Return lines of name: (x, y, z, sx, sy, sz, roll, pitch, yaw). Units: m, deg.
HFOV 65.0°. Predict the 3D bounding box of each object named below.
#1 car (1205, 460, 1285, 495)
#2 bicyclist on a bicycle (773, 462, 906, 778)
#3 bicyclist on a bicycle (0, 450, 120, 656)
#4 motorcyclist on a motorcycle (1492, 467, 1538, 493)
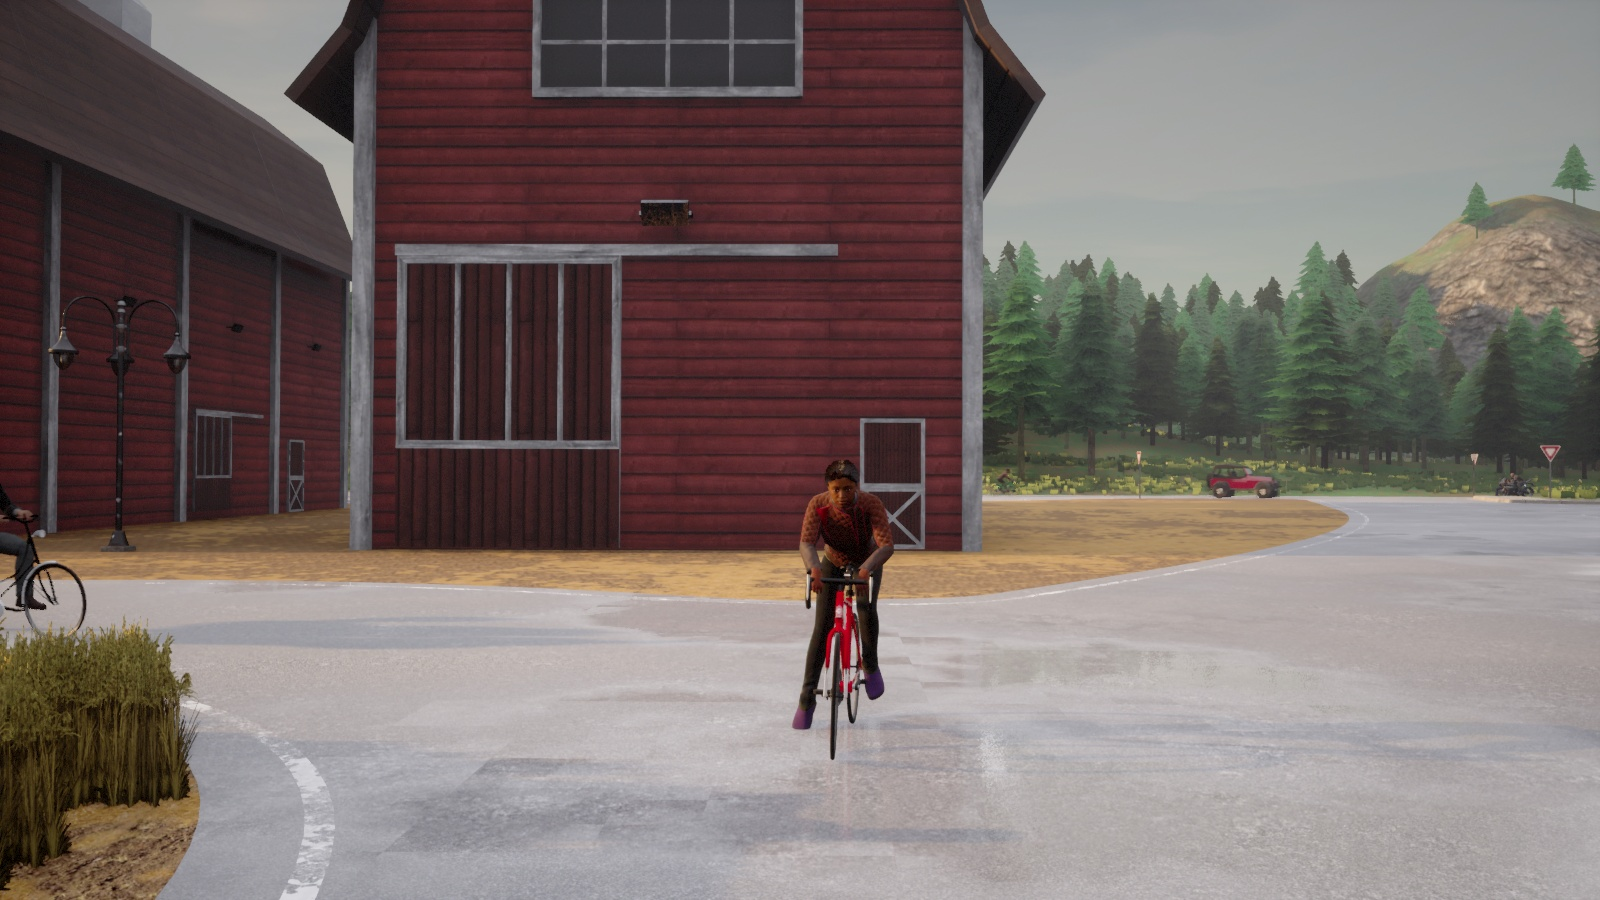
car: (24.648, 1.534, 69.588, 3.866, 1.878, 1.905, -1, -2, 32)
bicyclist on a bicycle: (0.272, 0.881, 7.307, 0.582, 1.620, 1.656, 0, -1, 8)
bicyclist on a bicycle: (-7.211, 0.905, 11.382, 1.843, 1.776, 0.659, -1, -1, 11)
motorcyclist on a motorcycle: (42.290, 1.785, 74.324, 2.191, 1.530, 0.866, 0, -1, 2)
